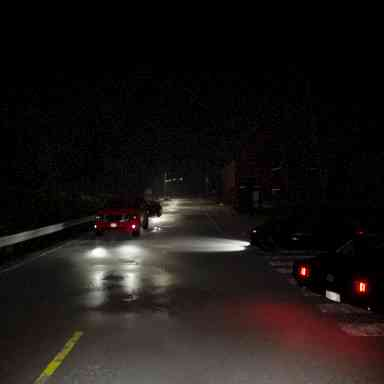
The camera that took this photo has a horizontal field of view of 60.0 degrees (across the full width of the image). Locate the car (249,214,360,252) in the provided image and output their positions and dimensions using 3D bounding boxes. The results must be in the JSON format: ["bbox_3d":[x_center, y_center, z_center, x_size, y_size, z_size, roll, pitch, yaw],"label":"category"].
[{"bbox_3d":[4.376,1.564,12.955,4.181,1.385,1.994,0,0,21],"label":"car"}]

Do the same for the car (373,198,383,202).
[{"bbox_3d":[27.130,1.506,46.961,1.816,1.474,4.193,0,0,-1],"label":"car"}]

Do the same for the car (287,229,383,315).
[{"bbox_3d":[4.505,1.601,7.103,4.718,1.301,1.895,0,0,-29],"label":"car"}]

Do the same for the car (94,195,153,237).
[{"bbox_3d":[-3.734,1.221,18.520,2.150,2.045,5.566,0,0,0],"label":"car"}]

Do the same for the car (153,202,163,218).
[{"bbox_3d":[-3.785,1.564,30.371,1.994,1.385,4.181,0,0,0],"label":"car"}]
